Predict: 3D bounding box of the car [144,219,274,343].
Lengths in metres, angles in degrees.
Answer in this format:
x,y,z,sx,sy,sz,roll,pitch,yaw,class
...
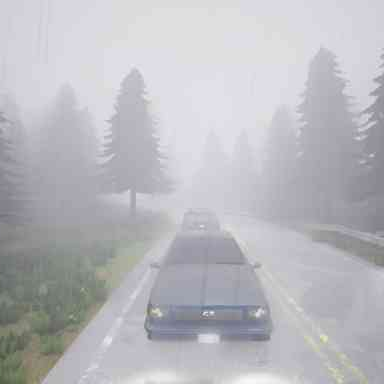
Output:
x,y,z,sx,sy,sz,roll,pitch,yaw,class
0.271,1.557,7.076,2.033,1.411,5.357,0,0,1,car

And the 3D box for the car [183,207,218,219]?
x,y,z,sx,sy,sz,roll,pitch,yaw,class
0.448,1.584,19.161,1.994,1.385,4.181,0,0,-2,car
